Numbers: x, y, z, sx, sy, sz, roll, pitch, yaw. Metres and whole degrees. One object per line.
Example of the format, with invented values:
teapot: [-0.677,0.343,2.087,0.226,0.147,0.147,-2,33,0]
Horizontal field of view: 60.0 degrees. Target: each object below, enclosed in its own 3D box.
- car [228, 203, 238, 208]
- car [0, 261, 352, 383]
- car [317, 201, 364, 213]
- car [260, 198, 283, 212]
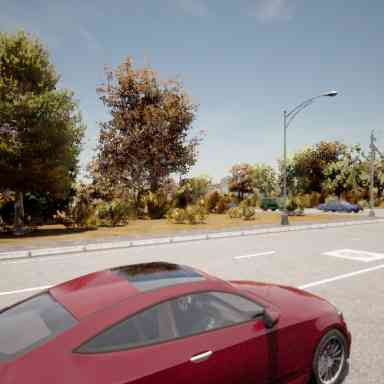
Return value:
car: [6.612,2.716,58.961,2.128,1.511,4.902,0,-3,-32]
car: [-0.202,1.526,3.600,4.674,1.442,1.812,0,0,-35]
car: [18.038,1.815,40.678,2.033,1.411,5.357,0,-2,-32]
car: [12.598,1.870,49.372,2.150,2.045,5.566,0,-3,-32]
